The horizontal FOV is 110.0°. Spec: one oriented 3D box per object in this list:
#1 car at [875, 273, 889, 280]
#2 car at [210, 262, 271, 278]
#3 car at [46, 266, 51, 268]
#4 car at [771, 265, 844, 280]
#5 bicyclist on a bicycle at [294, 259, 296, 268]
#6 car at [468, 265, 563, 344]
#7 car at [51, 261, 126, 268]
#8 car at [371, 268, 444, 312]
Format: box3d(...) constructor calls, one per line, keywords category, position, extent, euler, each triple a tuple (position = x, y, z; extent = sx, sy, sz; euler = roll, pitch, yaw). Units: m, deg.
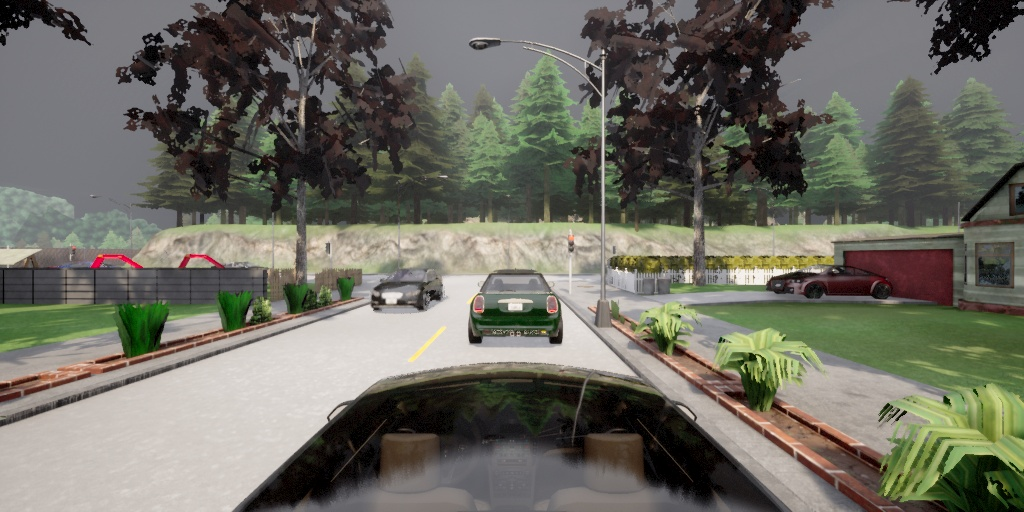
box3d(category="car", position=(38.791, 1.102, 34.721), extent=(4.553, 1.767, 2.097), euler=(0, 0, 0))
box3d(category="car", position=(-23.394, 1.241, 31.134), extent=(4.902, 1.511, 2.128), euler=(0, 0, 1))
box3d(category="car", position=(-42.952, 1.228, 35.422), extent=(5.008, 1.535, 1.882), euler=(0, 0, 1))
box3d(category="car", position=(28.593, 1.228, 34.833), extent=(5.008, 1.535, 1.882), euler=(0, 0, 1))
box3d(category="bicyclist on a bicycle", position=(-23.712, 1.099, 39.535), extent=(0.582, 1.620, 1.656), euler=(0, 0, 1))
box3d(category="car", position=(0.108, 1.102, 9.749), extent=(2.097, 1.767, 4.553), euler=(0, 0, 1))
box3d(category="car", position=(-36.300, 1.227, 31.275), extent=(5.008, 1.535, 1.882), euler=(0, 0, 1))
box3d(category="car", position=(-3.988, 1.241, 14.367), extent=(2.128, 1.511, 4.902), euler=(0, 0, 1))
